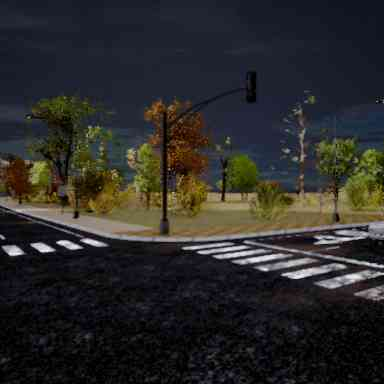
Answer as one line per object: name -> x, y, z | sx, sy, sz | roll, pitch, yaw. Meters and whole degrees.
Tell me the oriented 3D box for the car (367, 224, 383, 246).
car -> 9.499, 1.585, 13.932 | 4.718, 1.301, 1.895 | 0, 0, -30
